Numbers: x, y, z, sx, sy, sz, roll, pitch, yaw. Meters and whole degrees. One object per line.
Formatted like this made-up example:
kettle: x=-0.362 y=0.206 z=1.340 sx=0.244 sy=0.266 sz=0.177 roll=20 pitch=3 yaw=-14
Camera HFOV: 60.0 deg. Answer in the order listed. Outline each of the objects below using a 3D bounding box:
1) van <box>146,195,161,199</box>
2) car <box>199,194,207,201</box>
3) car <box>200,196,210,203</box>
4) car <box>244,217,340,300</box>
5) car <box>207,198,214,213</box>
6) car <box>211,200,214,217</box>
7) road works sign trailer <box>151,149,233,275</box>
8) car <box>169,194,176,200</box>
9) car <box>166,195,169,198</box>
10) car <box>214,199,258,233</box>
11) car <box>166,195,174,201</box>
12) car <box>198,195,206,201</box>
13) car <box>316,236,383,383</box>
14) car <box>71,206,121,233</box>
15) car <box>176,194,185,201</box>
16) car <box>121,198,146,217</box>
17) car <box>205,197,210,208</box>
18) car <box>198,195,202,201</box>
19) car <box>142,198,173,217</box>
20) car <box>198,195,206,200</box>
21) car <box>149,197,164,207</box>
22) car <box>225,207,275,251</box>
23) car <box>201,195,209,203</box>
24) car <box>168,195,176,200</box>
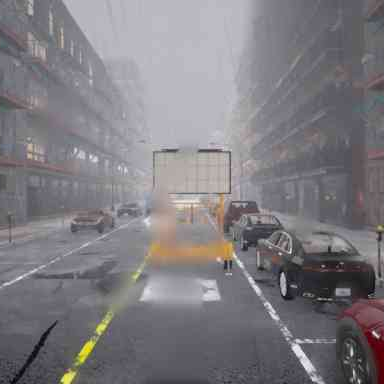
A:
van: x=-5.674 y=1.333 z=47.876 sx=1.690 sy=1.788 sz=3.998 roll=1 pitch=0 yaw=0
car: x=2.706 y=1.404 z=81.839 sx=1.967 sy=1.590 sz=4.097 roll=1 pitch=0 yaw=0
car: x=2.705 y=1.557 z=70.500 sx=1.802 sy=1.307 sz=4.206 roll=1 pitch=0 yaw=0
car: x=2.701 y=1.553 z=8.119 sx=2.008 sy=1.369 sz=4.403 roll=1 pitch=0 yaw=0
car: x=2.702 y=1.543 z=30.802 sx=1.887 sy=1.381 sz=4.507 roll=1 pitch=0 yaw=0
car: x=2.702 y=1.525 z=25.302 sx=1.752 sy=1.417 sz=4.829 roll=1 pitch=0 yaw=0
road works sign trailer: x=0.000 y=0.466 z=10.397 sx=2.380 sy=3.560 sz=2.880 roll=0 pitch=0 yaw=0
car: x=-5.676 y=1.530 z=81.905 sx=1.947 sy=1.339 sz=4.313 roll=1 pitch=0 yaw=0
car: x=-5.676 y=1.536 z=59.219 sx=2.008 sy=1.369 sz=4.403 roll=1 pitch=0 yaw=0
car: x=2.705 y=1.316 z=19.461 sx=2.192 sy=1.841 sz=5.009 roll=1 pitch=0 yaw=0
car: x=-5.674 y=1.483 z=87.406 sx=1.752 sy=1.417 sz=4.829 roll=1 pitch=0 yaw=0
car: x=2.705 y=1.502 z=87.511 sx=1.887 sy=1.381 sz=4.507 roll=1 pitch=0 yaw=0
car: x=2.702 y=1.441 z=2.448 sx=1.967 sy=1.590 sz=4.097 roll=1 pitch=0 yaw=0
car: x=-5.679 y=1.583 z=19.518 sx=1.802 sy=1.307 sz=4.206 roll=1 pitch=0 yaw=0
car: x=-2.997 y=1.310 z=86.859 sx=2.097 sy=1.767 sz=4.553 roll=0 pitch=0 yaw=0
car: x=-5.678 y=1.564 z=30.862 sx=1.947 sy=1.339 sz=4.313 roll=1 pitch=0 yaw=0
car: x=2.702 y=1.541 z=36.473 sx=1.887 sy=1.381 sz=4.507 roll=1 pitch=0 yaw=0
car: x=2.705 y=1.420 z=64.828 sx=1.967 sy=1.590 sz=4.097 roll=1 pitch=0 yaw=0
car: x=-3.098 y=1.562 z=30.727 sx=1.994 sy=1.385 sz=4.181 roll=0 pitch=0 yaw=0
car: x=2.705 y=1.502 z=93.181 sx=2.008 sy=1.369 sz=4.403 roll=1 pitch=0 yaw=0
car: x=-5.677 y=1.534 z=53.547 sx=1.887 sy=1.381 sz=4.507 roll=1 pitch=0 yaw=0
car: x=2.701 y=1.553 z=13.789 sx=2.008 sy=1.369 sz=4.403 roll=1 pitch=0 yaw=0
car: x=2.703 y=1.517 z=47.985 sx=1.752 sy=1.417 sz=4.829 roll=1 pitch=0 yaw=0
car: x=-5.675 y=1.502 z=93.247 sx=2.008 sy=1.369 sz=4.403 roll=1 pitch=0 yaw=0
